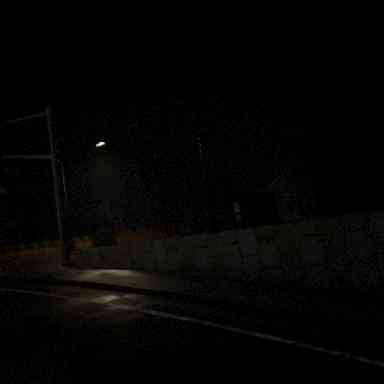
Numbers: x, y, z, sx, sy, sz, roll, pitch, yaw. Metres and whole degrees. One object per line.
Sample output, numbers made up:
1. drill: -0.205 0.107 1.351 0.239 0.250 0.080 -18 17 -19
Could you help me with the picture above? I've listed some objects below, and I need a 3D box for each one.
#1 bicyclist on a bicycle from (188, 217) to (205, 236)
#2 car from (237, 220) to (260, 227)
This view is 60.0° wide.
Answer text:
1. bicyclist on a bicycle: 0.251 2.728 26.160 1.656 1.620 0.582 -13 -7 36
2. car: 8.453 4.160 49.393 2.128 1.511 4.902 -13 -7 36
